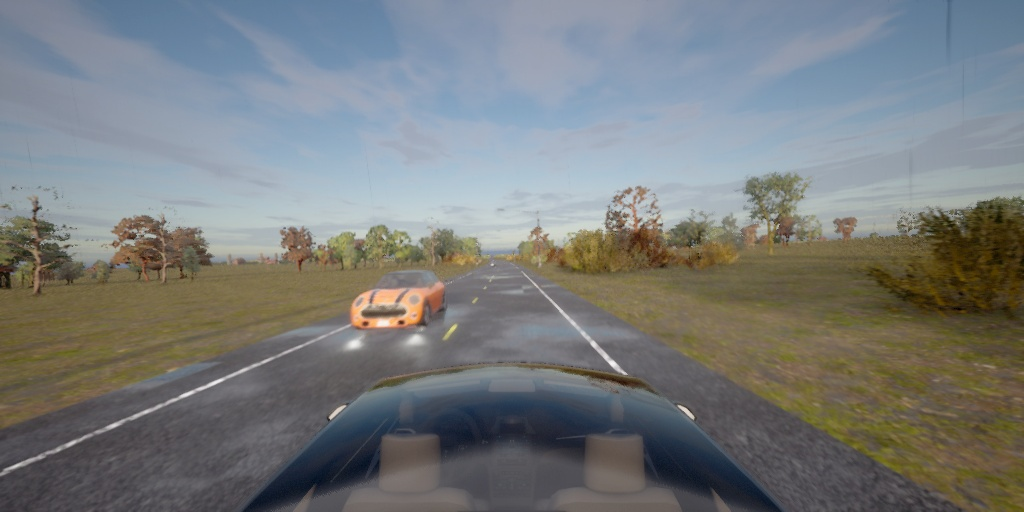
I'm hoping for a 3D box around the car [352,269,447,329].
[{"bbox_3d":[-3.593,1.280,12.150,2.097,1.767,4.553,-2,0,0],"label":"car"}]
